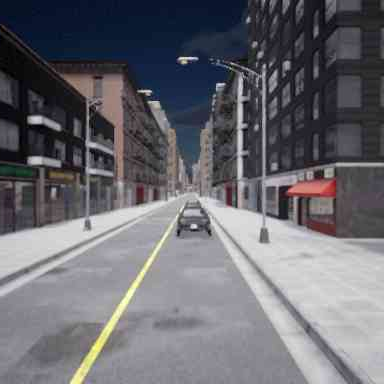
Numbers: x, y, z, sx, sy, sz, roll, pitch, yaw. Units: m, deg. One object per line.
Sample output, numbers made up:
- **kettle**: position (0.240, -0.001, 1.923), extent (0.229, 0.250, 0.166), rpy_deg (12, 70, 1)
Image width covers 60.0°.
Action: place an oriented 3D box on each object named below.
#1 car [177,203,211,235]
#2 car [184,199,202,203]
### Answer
- **car**: position (0.101, 1.553, 18.833), extent (1.812, 1.442, 4.674), rpy_deg (0, 0, 0)
- **car**: position (0.101, 1.544, 37.468), extent (2.128, 1.511, 4.902), rpy_deg (0, 0, 0)
